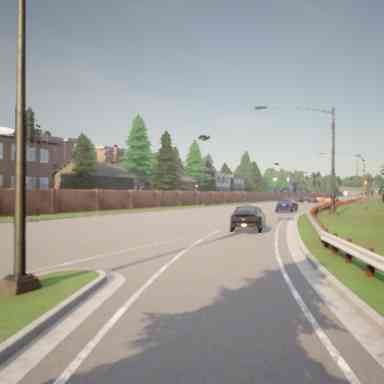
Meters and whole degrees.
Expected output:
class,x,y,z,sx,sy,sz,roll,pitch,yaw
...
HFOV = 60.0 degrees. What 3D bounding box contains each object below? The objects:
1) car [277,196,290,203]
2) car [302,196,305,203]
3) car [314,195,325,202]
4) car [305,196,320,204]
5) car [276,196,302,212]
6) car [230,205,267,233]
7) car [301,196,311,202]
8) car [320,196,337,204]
class,x,y,z,sx,sy,sz,roll,pitch,yaw
car,23.020,1.819,83.463,2.097,1.767,4.553,0,0,29
car,25.879,1.997,81.409,2.128,1.511,4.902,0,0,29
car,34.027,1.776,88.746,2.097,1.767,4.553,0,0,29
car,29.133,2.010,80.055,1.812,1.442,4.674,0,0,29
car,12.012,1.588,41.876,2.097,1.767,4.553,0,0,27
car,3.561,1.609,20.868,1.837,1.490,4.892,0,0,16
car,30.991,1.934,90.489,1.812,1.442,4.674,0,0,29
car,32.169,1.852,78.312,2.097,1.767,4.553,0,0,29
